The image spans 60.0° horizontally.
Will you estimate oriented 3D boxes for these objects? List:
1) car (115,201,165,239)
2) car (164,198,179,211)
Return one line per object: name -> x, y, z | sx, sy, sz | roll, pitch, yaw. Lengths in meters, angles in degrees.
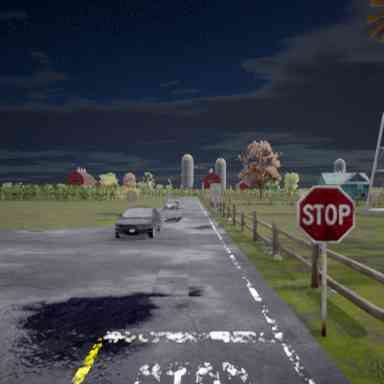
car -> -2.718, 1.487, 17.579 | 1.882, 1.535, 5.008 | 0, 0, 0
car -> -2.680, 1.541, 42.301 | 2.128, 1.511, 4.902 | 0, 0, 0
